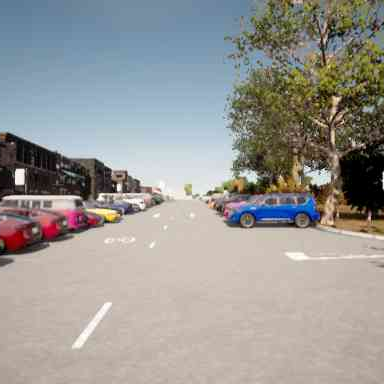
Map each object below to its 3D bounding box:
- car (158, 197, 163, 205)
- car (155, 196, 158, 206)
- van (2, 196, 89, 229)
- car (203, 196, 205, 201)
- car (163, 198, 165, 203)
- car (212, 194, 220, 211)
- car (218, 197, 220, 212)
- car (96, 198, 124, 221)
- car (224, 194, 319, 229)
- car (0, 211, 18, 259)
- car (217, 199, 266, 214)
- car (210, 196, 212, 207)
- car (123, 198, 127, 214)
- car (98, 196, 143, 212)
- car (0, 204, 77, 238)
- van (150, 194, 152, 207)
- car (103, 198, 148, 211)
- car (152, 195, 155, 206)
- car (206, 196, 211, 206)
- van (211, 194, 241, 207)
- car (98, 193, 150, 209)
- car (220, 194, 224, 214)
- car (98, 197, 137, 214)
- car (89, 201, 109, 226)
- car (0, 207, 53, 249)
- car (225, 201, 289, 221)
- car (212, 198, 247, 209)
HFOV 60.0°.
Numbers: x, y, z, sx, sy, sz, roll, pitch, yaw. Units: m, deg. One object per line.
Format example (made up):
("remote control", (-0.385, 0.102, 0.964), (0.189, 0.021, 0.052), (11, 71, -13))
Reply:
("car", (-7.959, 1.272, 54.156), (5.566, 2.045, 2.435), (0, 0, 0))
("car", (-8.022, 1.384, 51.354), (4.553, 1.767, 2.185), (0, 0, 0))
("van", (-8.111, 1.202, 17.716), (4.442, 1.987, 1.878), (0, 0, 0))
("car", (5.111, 1.577, 62.534), (5.008, 1.535, 2.097), (0, -1, 0))
("car", (-7.945, 1.326, 62.566), (5.566, 2.045, 2.435), (0, 0, 0))
("car", (5.057, 1.193, 31.902), (5.566, 2.045, 2.435), (0, 0, 0))
("car", (5.080, 1.439, 29.115), (5.008, 1.535, 2.097), (0, 0, 0))
("car", (-7.809, 1.427, 23.323), (5.366, 1.575, 1.946), (0, 0, 0))
("car", (5.057, 1.179, 20.885), (5.566, 2.045, 2.435), (0, 0, 0))
("car", (-8.000, 1.426, 9.306), (5.008, 1.535, 2.097), (0, 0, 0))
("car", (5.114, 1.482, 34.685), (4.792, 1.488, 2.163), (0, 0, 0))
("car", (5.079, 1.472, 40.255), (5.008, 1.535, 2.097), (0, 0, 0))
("car", (-8.000, 1.432, 26.123), (5.008, 1.535, 2.097), (0, 0, 0))
("car", (-7.999, 1.452, 34.528), (4.892, 1.521, 2.231), (0, 0, 0))
("car", (-8.024, 1.457, 14.913), (4.792, 1.488, 2.163), (0, 0, 0))
("van", (-7.878, 1.254, 42.944), (4.442, 1.987, 1.878), (0, 0, 0))
("car", (-8.000, 1.470, 40.139), (5.008, 1.535, 2.097), (0, 0, 0))
("car", (-7.999, 1.491, 45.745), (4.892, 1.521, 2.231), (0, 0, 0))
("car", (4.900, 1.478, 43.041), (5.366, 1.575, 1.946), (0, 0, 0))
("van", (5.206, 1.285, 51.399), (4.442, 1.987, 1.878), (0, 0, 0))
("car", (-7.966, 1.209, 37.336), (5.566, 2.045, 2.435), (0, 0, 0))
("car", (5.056, 1.180, 23.547), (5.566, 2.045, 2.435), (0, 0, 0))
("car", (-8.024, 1.472, 31.731), (4.792, 1.488, 2.163), (0, 0, 0))
("car", (-7.965, 1.459, 20.520), (4.792, 1.488, 2.163), (0, 0, 0))
("car", (-8.024, 1.456, 12.110), (4.792, 1.488, 2.163), (0, 0, 0))
("car", (5.082, 1.474, 26.454), (4.674, 1.452, 2.002), (0, 0, 0))
("car", (5.084, 1.531, 45.826), (4.674, 1.452, 2.002), (0, 0, 0))
